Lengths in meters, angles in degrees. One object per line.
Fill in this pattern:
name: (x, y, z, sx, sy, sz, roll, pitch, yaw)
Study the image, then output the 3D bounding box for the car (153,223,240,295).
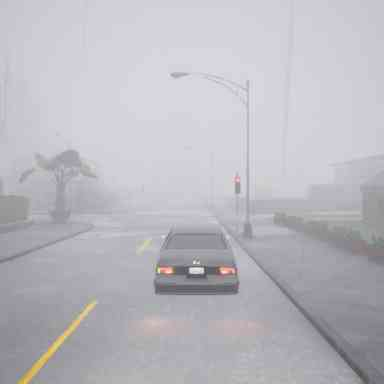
car: (0.099, 1.547, 8.855, 2.033, 1.411, 5.357, 0, 0, 0)

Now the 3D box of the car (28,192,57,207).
car: (-19.748, 0.985, 43.898, 1.905, 1.878, 3.866, 0, 0, 35)
